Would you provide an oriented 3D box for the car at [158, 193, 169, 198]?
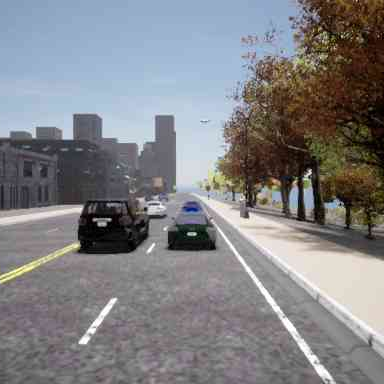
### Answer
[{"bbox_3d":[-6.501,1.167,75.896,2.150,2.045,5.566,0,0,0],"label":"car"}]

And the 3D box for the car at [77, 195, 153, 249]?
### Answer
[{"bbox_3d":[-3.249,1.252,14.680,2.150,2.045,5.566,0,0,0],"label":"car"}]

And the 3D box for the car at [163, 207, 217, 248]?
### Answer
[{"bbox_3d":[0.000,1.567,14.651,1.994,1.385,4.181,0,0,0],"label":"car"}]

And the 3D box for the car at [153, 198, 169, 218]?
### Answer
[{"bbox_3d":[-3.250,1.525,29.651,1.812,1.442,4.674,0,0,0],"label":"car"}]

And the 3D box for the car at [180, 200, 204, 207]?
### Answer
[{"bbox_3d":[0.000,1.477,29.652,1.882,1.535,5.008,0,0,0],"label":"car"}]
